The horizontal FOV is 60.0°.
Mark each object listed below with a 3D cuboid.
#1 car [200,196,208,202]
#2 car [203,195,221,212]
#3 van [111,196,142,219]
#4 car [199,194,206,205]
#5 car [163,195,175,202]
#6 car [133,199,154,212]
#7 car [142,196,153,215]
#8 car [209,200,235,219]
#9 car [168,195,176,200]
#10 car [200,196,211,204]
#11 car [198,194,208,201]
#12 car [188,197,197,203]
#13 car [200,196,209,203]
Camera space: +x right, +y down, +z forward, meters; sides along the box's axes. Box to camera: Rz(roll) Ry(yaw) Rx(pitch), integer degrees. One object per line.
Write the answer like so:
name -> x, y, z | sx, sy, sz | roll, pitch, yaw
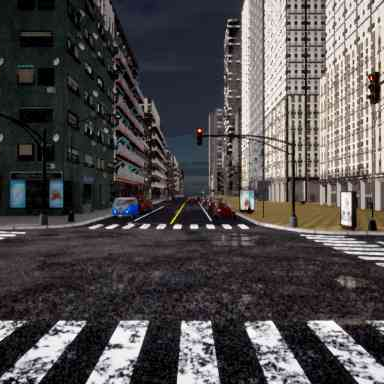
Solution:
car -> 2.730, 1.636, 78.155 | 1.802, 1.307, 4.206 | 0, 0, 0
car -> 2.715, 1.457, 39.462 | 1.967, 1.590, 4.097 | 0, 0, 0
van -> -5.670, 1.352, 28.411 | 1.690, 1.788, 3.998 | 0, 0, 0
car -> 2.722, 1.469, 56.044 | 1.967, 1.590, 4.097 | 0, 0, 0
car -> -5.649, 1.494, 78.159 | 1.967, 1.590, 4.097 | 0, 0, 0
car -> -5.667, 1.561, 39.467 | 1.887, 1.381, 4.507 | 0, 0, 0
car -> -5.667, 1.329, 33.939 | 2.192, 1.841, 5.009 | 0, 0, 0
car -> 2.709, 1.592, 28.406 | 1.802, 1.307, 4.206 | 0, 0, 0
car -> -5.643, 1.643, 94.742 | 1.947, 1.339, 4.313 | 0, 0, 0
car -> 2.726, 1.592, 67.100 | 2.008, 1.369, 4.403 | 0, 0, 0
car -> 2.734, 1.376, 83.683 | 2.192, 1.841, 5.009 | 0, 0, 0
car -> 0.129, 1.645, 69.709 | 1.895, 1.301, 4.718 | 0, 0, 0
car -> 2.728, 1.592, 72.627 | 1.887, 1.381, 4.507 | 0, 0, 0
